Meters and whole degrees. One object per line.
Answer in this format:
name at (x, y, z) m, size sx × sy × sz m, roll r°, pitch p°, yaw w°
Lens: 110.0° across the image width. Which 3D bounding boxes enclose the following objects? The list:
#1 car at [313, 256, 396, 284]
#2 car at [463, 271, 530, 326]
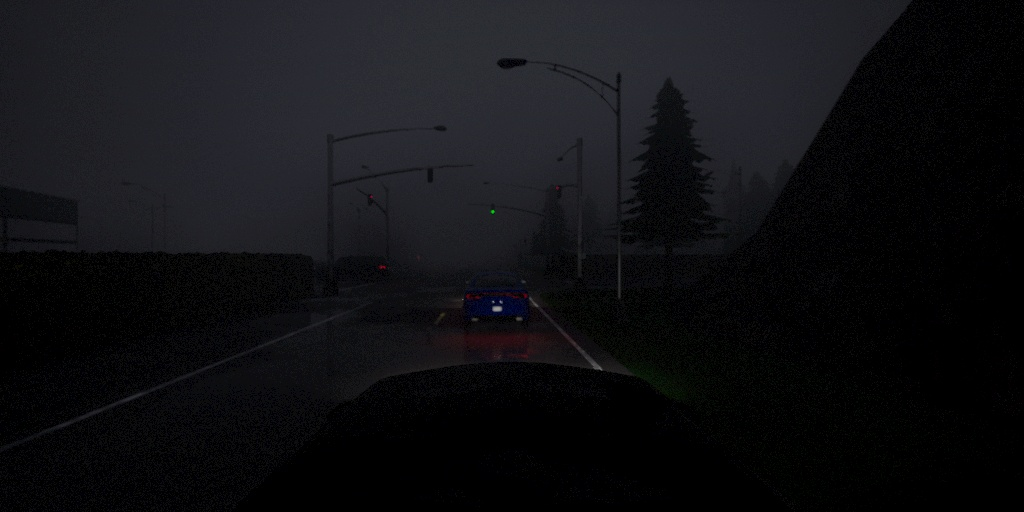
car at (-12.096, 1.012, 27.066) m, size 5.566 × 2.045 × 2.150 m, roll 0°, pitch 0°, yaw -5°
car at (-0.528, 1.232, 11.782) m, size 1.882 × 1.535 × 5.008 m, roll 0°, pitch 0°, yaw -3°
